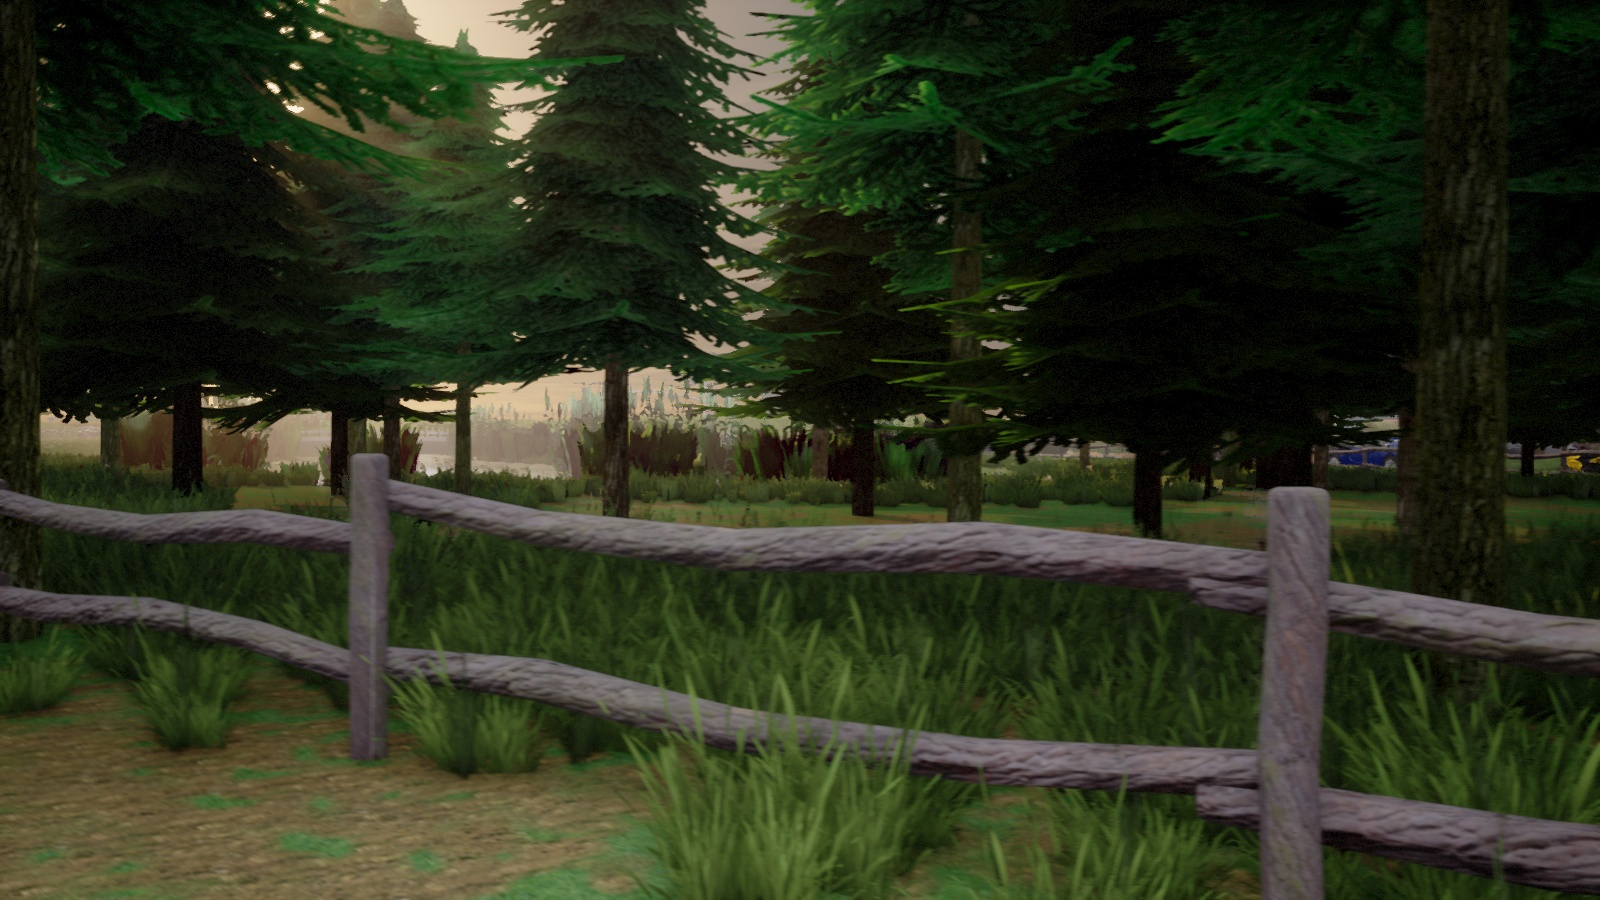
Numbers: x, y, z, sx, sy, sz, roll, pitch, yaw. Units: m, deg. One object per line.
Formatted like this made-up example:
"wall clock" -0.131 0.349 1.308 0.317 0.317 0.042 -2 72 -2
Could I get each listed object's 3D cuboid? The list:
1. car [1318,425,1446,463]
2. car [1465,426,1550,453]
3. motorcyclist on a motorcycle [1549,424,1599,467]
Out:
"car" 24.728 -0.261 53.596 1.882 1.535 5.008 -1 1 -22
"car" 41.512 -0.616 73.682 4.892 1.490 1.837 -1 1 -25
"motorcyclist on a motorcycle" 28.192 -0.175 45.215 0.797 1.523 2.044 -1 1 -23
